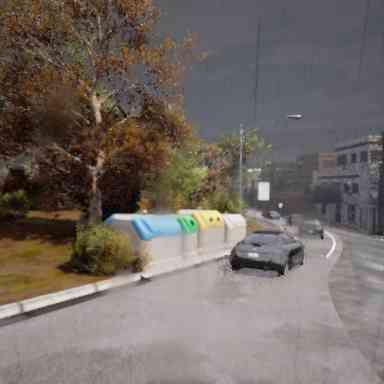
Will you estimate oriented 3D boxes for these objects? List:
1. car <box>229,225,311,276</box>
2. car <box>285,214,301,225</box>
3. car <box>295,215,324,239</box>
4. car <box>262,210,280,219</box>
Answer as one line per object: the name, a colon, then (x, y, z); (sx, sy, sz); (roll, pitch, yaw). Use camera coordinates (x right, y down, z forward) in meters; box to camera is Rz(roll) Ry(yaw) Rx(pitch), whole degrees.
car: (2.995, 2.145, 12.645); (1.994, 1.385, 4.181); (1, -3, 30)
car: (13.191, 3.522, 42.802); (2.128, 1.511, 4.902); (1, -2, 8)
car: (9.569, 2.868, 26.805); (1.812, 1.442, 4.674); (1, -2, 20)
car: (13.426, 3.799, 56.766); (2.033, 1.411, 5.357); (0, 0, -4)
